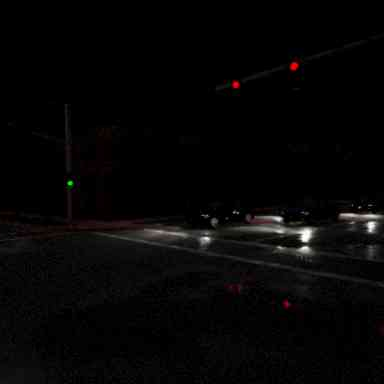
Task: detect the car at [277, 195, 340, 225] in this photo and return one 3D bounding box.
[{"bbox_3d":[7.563,1.124,21.015,5.008,1.535,1.882,-2,1,-43],"label":"car"}]

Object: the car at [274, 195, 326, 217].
[{"bbox_3d":[8.797,1.073,26.911,4.892,1.490,1.837,-2,1,-43],"label":"car"}]

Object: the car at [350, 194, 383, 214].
[{"bbox_3d":[14.947,0.930,27.799,4.892,1.490,1.837,-2,1,-42],"label":"car"}]

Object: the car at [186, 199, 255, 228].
[{"bbox_3d":[1.821,1.255,20.475,5.008,1.535,1.882,-2,1,-43],"label":"car"}]
